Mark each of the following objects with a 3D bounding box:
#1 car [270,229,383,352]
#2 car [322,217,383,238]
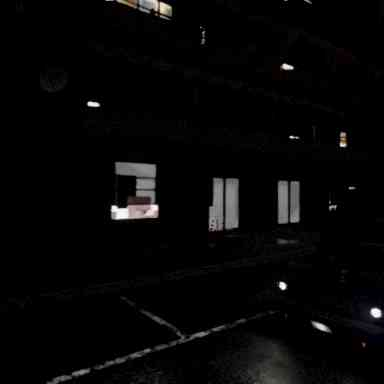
[{"bbox_3d":[3.603,1.566,5.948,4.718,1.301,1.895,0,0,-35],"label":"car"},{"bbox_3d":[5.902,1.505,10.771,4.313,1.339,1.947,0,1,-36],"label":"car"}]
